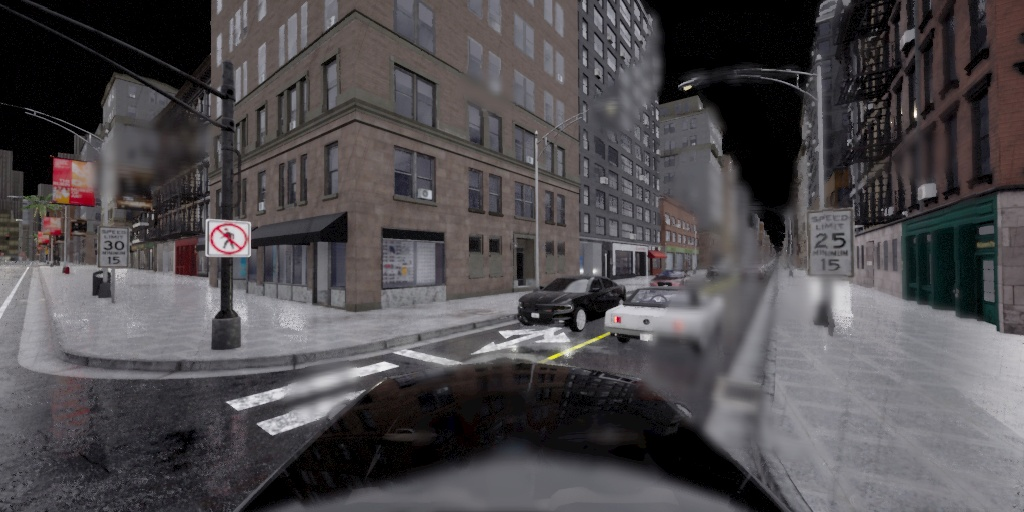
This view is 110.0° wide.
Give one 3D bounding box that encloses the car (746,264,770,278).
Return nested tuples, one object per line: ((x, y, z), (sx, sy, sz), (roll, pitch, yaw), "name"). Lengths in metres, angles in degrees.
((29.546, 1.744, 43.009), (2.128, 1.511, 4.902), (-1, -1, 37), "car")

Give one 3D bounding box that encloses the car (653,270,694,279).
((9.850, 1.558, 21.963), (1.994, 1.385, 4.181), (-1, -1, 37), "car")

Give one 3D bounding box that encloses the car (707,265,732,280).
((22.131, 1.702, 38.179), (1.837, 1.490, 4.892), (-1, -2, 37), "car")

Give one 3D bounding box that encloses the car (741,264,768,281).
((23.557, 1.625, 34.965), (2.128, 1.511, 4.902), (-1, -1, 37), "car")

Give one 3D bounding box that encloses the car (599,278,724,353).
((4.141, 1.424, 9.201), (1.895, 1.301, 4.718), (-1, -1, 37), "car")

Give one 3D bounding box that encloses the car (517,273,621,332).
((2.123, 1.351, 11.680), (1.882, 1.535, 5.008), (-1, -1, 37), "car")
